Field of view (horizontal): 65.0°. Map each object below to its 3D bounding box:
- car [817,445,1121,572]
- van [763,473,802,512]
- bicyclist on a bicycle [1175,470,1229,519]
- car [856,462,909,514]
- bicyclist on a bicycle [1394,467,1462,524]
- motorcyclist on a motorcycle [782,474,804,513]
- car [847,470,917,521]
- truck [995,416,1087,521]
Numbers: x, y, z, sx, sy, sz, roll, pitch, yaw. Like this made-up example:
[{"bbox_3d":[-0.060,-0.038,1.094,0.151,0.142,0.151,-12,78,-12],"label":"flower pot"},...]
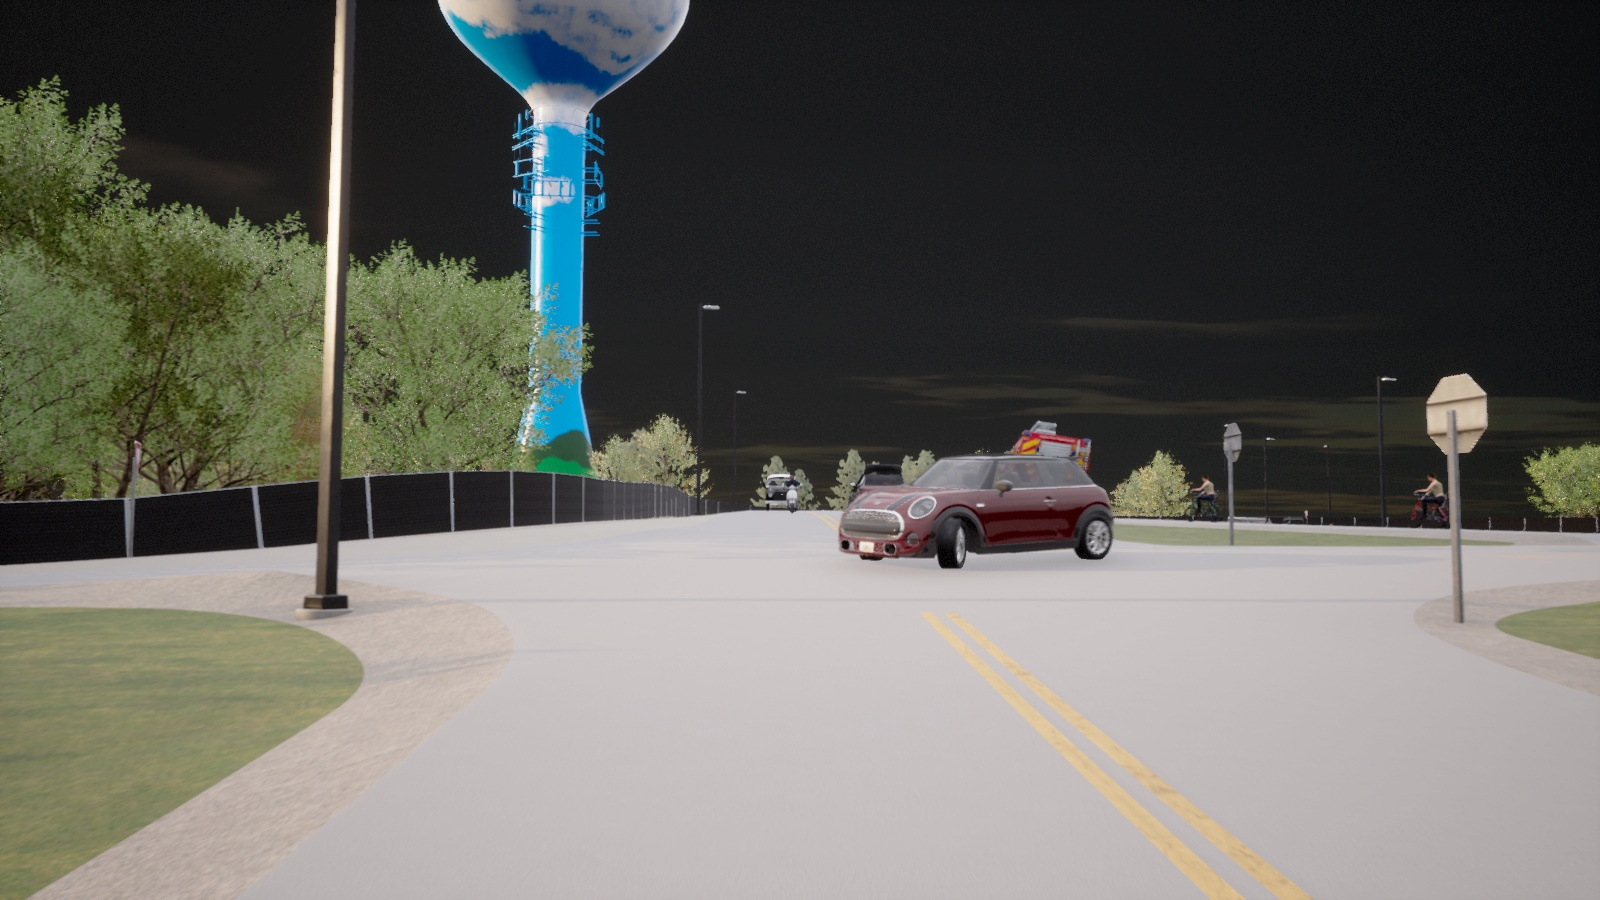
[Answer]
[{"bbox_3d":[2.708,0.825,19.642,4.553,1.767,2.097,0,-1,-37],"label":"car"},{"bbox_3d":[-0.987,2.326,68.473,2.069,2.038,4.480,0,-2,-2],"label":"van"},{"bbox_3d":[13.541,1.510,42.284,0.866,1.612,1.509,3,-3,-37],"label":"bicyclist on a bicycle"},{"bbox_3d":[3.129,1.472,47.474,1.905,1.878,3.866,1,-3,5],"label":"car"},{"bbox_3d":[18.035,1.307,36.091,0.866,1.612,1.509,3,-3,-35],"label":"bicyclist on a bicycle"},{"bbox_3d":[-0.296,1.802,51.620,0.866,1.590,1.817,0,-3,-1],"label":"motorcyclist on a motorcycle"},{"bbox_3d":[2.447,1.369,38.385,1.816,1.474,4.193,0,-2,-1],"label":"car"},{"bbox_3d":[10.288,0.932,54.421,2.891,3.827,8.468,8,-2,7],"label":"truck"}]
